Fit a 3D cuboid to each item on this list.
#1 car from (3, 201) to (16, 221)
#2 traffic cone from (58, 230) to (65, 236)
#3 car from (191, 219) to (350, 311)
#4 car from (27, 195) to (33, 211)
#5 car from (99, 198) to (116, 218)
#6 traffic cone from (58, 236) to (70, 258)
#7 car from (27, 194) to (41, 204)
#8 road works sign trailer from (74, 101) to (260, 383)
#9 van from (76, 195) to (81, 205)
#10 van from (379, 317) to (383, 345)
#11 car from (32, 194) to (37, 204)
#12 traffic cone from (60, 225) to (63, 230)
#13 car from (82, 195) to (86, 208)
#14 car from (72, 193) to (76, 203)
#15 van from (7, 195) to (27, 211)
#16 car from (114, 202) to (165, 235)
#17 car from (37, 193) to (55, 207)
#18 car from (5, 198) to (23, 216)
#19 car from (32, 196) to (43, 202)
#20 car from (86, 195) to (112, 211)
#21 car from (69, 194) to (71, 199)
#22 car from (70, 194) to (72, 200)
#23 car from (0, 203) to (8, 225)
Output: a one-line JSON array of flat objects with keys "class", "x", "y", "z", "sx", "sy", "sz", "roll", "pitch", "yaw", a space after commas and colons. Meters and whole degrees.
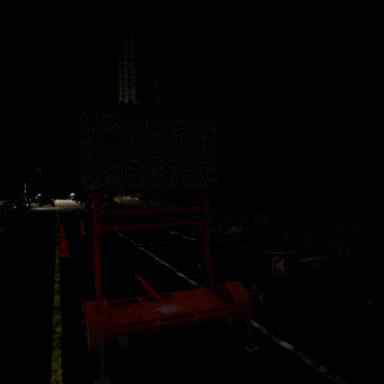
[{"class": "car", "x": -14.861, "y": 1.654, "z": 25.296, "sx": 1.802, "sy": 1.307, "sz": 4.206, "roll": -1, "pitch": 1, "yaw": -22}, {"class": "traffic cone", "x": -5.181, "y": 1.932, "z": 13.357, "sx": 0.340, "sy": 0.580, "sz": 0.340, "roll": -1, "pitch": 1, "yaw": -22}, {"class": "car", "x": 1.449, "y": 1.331, "z": 7.706, "sx": 1.967, "sy": 1.590, "sz": 4.097, "roll": -1, "pitch": 1, "yaw": -22}, {"class": "car", "x": -21.176, "y": 1.509, "z": 40.895, "sx": 1.967, "sy": 1.590, "sz": 4.097, "roll": -1, "pitch": 1, "yaw": -22}, {"class": "car", "x": -6.965, "y": 1.462, "z": 28.505, "sx": 1.802, "sy": 1.307, "sz": 4.206, "roll": -1, "pitch": 1, "yaw": -22}, {"class": "traffic cone", "x": -4.431, "y": 1.933, "z": 11.503, "sx": 0.340, "sy": 0.580, "sz": 0.340, "roll": -1, "pitch": 1, "yaw": -22}, {"class": "car", "x": -31.700, "y": 1.383, "z": 66.893, "sx": 2.192, "sy": 1.841, "sz": 5.009, "roll": -1, "pitch": 1, "yaw": -22}, {"class": "road works sign trailer", "x": -0.654, "y": 0.419, "z": 5.479, "sx": 2.380, "sy": 3.560, "sz": 2.880, "roll": -1, "pitch": 1, "yaw": -22}, {"class": "van", "x": -17.491, "y": 1.216, "z": 54.501, "sx": 1.690, "sy": 1.788, "sz": 3.998, "roll": -1, "pitch": 1, "yaw": -22}, {"class": "van", "x": 3.551, "y": 1.236, "z": 2.506, "sx": 1.690, "sy": 1.788, "sz": 3.998, "roll": -1, "pitch": 1, "yaw": -22}, {"class": "car", "x": -23.283, "y": 1.384, "z": 46.093, "sx": 2.192, "sy": 1.841, "sz": 5.009, "roll": -1, "pitch": 1, "yaw": -22}, {"class": "traffic cone", "x": -5.931, "y": 1.931, "z": 15.211, "sx": 0.340, "sy": 0.580, "sz": 0.340, "roll": -1, "pitch": 1, "yaw": -22}, {"class": "car", "x": -11.179, "y": 1.192, "z": 38.902, "sx": 2.192, "sy": 1.841, "sz": 5.009, "roll": -1, "pitch": 1, "yaw": -22}, {"class": "car", "x": -21.699, "y": 1.190, "z": 64.900, "sx": 2.192, "sy": 1.841, "sz": 5.009, "roll": -1, "pitch": 1, "yaw": -22}, {"class": "van", "x": -19.074, "y": 1.411, "z": 35.694, "sx": 1.690, "sy": 1.788, "sz": 3.998, "roll": -1, "pitch": 1, "yaw": -22}, {"class": "car", "x": -2.757, "y": 1.450, "z": 18.106, "sx": 1.947, "sy": 1.339, "sz": 4.313, "roll": -1, "pitch": 1, "yaw": -22}, {"class": "car", "x": -22.203, "y": 1.227, "z": 50.779, "sx": 2.150, "sy": 2.045, "sz": 5.566, "roll": -1, "pitch": 1, "yaw": -22}, {"class": "car", "x": -16.902, "y": 1.596, "z": 30.338, "sx": 1.752, "sy": 1.417, "sz": 4.829, "roll": -1, "pitch": 1, "yaw": -22}, {"class": "car", "x": -35.904, "y": 1.619, "z": 77.294, "sx": 2.008, "sy": 1.369, "sz": 4.403, "roll": -1, "pitch": 1, "yaw": -22}, {"class": "car", "x": -9.075, "y": 1.193, "z": 33.702, "sx": 2.192, "sy": 1.841, "sz": 5.009, "roll": -1, "pitch": 1, "yaw": -22}, {"class": "car", "x": -28.009, "y": 1.316, "z": 80.499, "sx": 1.967, "sy": 1.590, "sz": 4.097, "roll": -1, "pitch": 1, "yaw": -22}, {"class": "car", "x": -25.903, "y": 1.420, "z": 75.301, "sx": 1.887, "sy": 1.381, "sz": 4.507, "roll": -1, "pitch": 1, "yaw": -22}, {"class": "car", "x": -12.757, "y": 1.625, "z": 20.096, "sx": 2.008, "sy": 1.369, "sz": 4.403, "roll": -1, "pitch": 1, "yaw": -22}]
